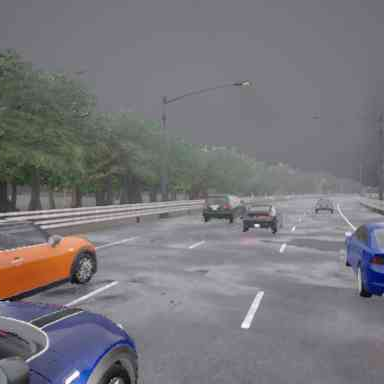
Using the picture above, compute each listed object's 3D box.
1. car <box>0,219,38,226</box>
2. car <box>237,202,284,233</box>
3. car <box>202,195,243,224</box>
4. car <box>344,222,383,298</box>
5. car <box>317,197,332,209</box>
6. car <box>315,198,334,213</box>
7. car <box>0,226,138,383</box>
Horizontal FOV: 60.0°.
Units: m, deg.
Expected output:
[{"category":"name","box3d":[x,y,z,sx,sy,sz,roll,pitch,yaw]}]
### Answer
[{"category":"car","box3d":[-4.019,1.350,7.035,2.097,1.767,4.553,0,0,19]},{"category":"car","box3d":[4.278,1.500,19.796,1.837,1.490,4.892,0,0,20]},{"category":"car","box3d":[2.501,1.216,25.033,2.150,2.045,5.566,0,0,21]},{"category":"car","box3d":[4.968,1.476,8.207,1.882,1.535,5.008,0,0,19]},{"category":"car","box3d":[18.594,1.528,46.536,1.812,1.442,4.674,0,0,24]},{"category":"car","box3d":[14.696,1.544,36.938,2.033,1.411,5.357,0,0,22]},{"category":"car","box3d":[-2.104,1.352,1.811,2.097,1.767,4.553,0,0,19]}]
